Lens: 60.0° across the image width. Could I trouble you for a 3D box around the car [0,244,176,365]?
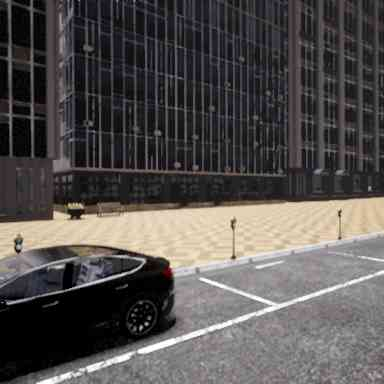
[{"bbox_3d":[-2.262,1.551,4.938,4.313,1.339,1.947,-1,1,-36],"label":"car"}]
